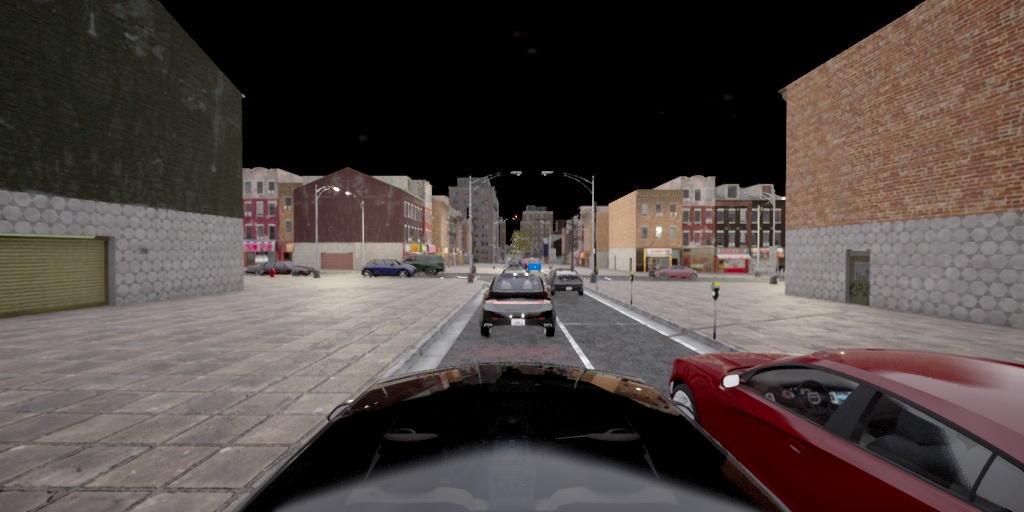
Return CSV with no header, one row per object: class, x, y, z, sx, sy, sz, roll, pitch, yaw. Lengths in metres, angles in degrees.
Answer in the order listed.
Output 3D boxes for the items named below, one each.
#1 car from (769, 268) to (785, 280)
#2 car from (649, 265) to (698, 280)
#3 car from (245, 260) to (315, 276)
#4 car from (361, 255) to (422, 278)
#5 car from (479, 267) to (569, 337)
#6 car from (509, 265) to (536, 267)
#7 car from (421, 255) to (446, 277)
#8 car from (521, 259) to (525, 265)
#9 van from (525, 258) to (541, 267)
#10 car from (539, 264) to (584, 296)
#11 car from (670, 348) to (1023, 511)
car,27.190,1.626,34.001,4.902,1.511,2.128,1,1,0
car,15.290,1.543,34.094,4.181,1.385,1.994,1,1,0
car,-20.159,1.097,31.380,5.357,1.411,2.033,1,1,0
car,-10.607,1.030,31.322,4.553,1.767,2.097,1,1,0
car,0.143,1.241,10.292,2.128,1.511,4.902,0,0,0
car,0.222,1.363,20.335,1.895,1.301,4.718,0,0,1
car,-9.135,0.877,34.257,5.566,2.045,2.150,1,1,0
car,2.922,1.231,56.737,2.192,1.841,5.009,0,0,0
van,2.867,1.196,46.156,1.690,1.789,3.998,0,0,0
car,2.725,1.310,19.202,2.007,1.370,4.403,0,0,0
car,2.637,1.294,2.327,1.888,1.381,4.507,0,0,0
